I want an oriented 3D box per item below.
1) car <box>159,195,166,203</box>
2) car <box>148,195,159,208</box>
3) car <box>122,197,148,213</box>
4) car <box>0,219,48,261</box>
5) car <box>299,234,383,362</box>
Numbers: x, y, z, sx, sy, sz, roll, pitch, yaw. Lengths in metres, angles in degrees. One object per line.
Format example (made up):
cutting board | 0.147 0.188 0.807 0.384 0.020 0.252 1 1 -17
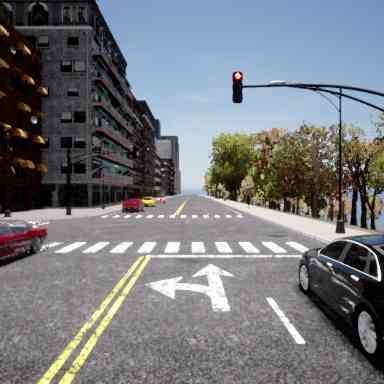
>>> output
car | -6.476 1.371 67.064 2.097 1.767 4.553 0 0 1
car | -6.556 1.486 49.600 1.882 1.535 5.008 0 1 0
car | -6.570 1.480 37.374 1.882 1.535 5.008 0 0 0
car | -6.595 1.598 10.877 1.895 1.301 4.718 0 0 0
car | 3.318 1.504 5.842 1.837 1.490 4.892 0 0 2
